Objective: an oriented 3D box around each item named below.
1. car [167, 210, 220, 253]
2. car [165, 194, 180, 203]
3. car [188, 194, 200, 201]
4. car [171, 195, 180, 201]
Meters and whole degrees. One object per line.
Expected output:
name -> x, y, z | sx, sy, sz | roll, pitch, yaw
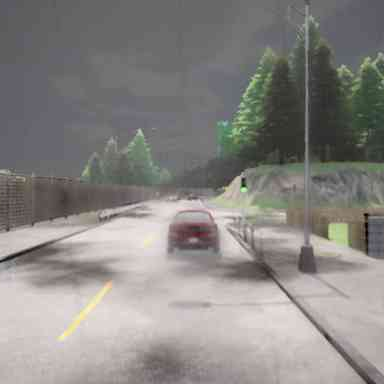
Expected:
car -> 0.063, 1.454, 13.547 | 1.882, 1.535, 5.008 | 0, 0, 0
car -> -4.031, 1.241, 64.795 | 2.097, 1.767, 4.553 | 0, 0, 0
car -> 0.472, 1.358, 82.578 | 1.837, 1.490, 4.892 | 0, 0, 21
car -> -4.004, 1.386, 80.202 | 1.812, 1.442, 4.674 | 0, 0, 0
